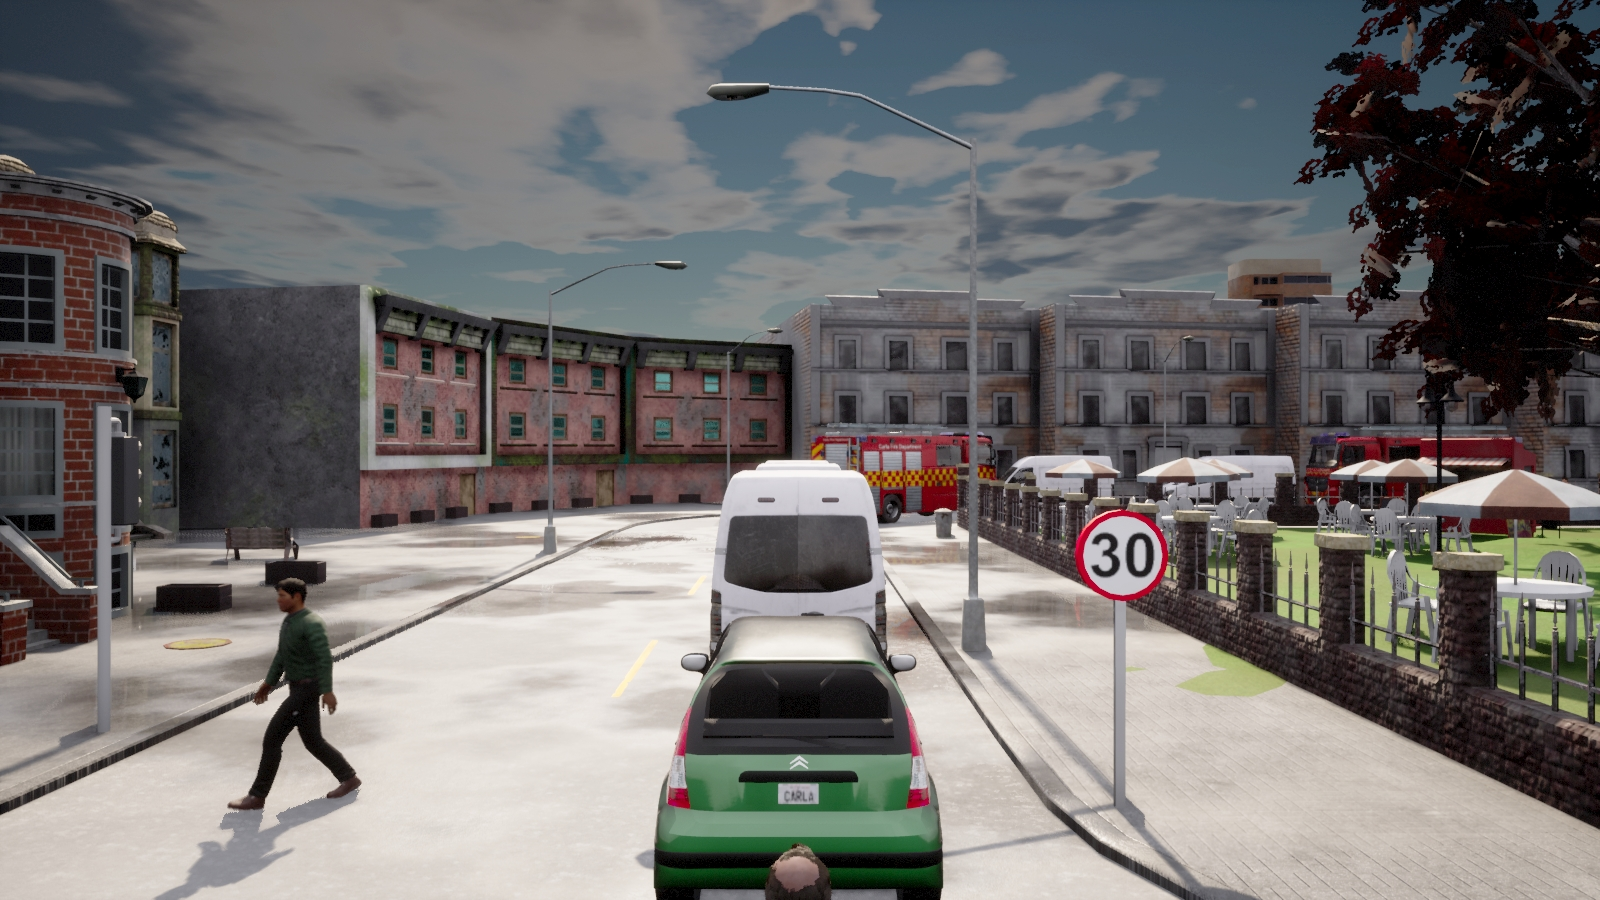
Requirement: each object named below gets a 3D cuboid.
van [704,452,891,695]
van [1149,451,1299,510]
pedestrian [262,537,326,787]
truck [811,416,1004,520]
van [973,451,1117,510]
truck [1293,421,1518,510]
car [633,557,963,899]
[{"bbox_3d":[-0.025,1.315,15.105,1.988,2.561,5.915,0,0,0],"label":"van"},{"bbox_3d":[18.656,1.314,50.452,5.915,2.561,1.988,0,0,0],"label":"van"},{"bbox_3d":[-3.953,1.629,8.924,0.375,1.860,0.375,0,0,-37],"label":"pedestrian"},{"bbox_3d":[4.502,0.672,46.247,8.468,3.827,2.891,0,0,-43],"label":"truck"},{"bbox_3d":[10.768,1.314,50.430,5.915,2.561,1.988,0,0,0],"label":"van"},{"bbox_3d":[26.739,0.670,50.713,8.468,3.827,2.891,0,0,0],"label":"truck"},{"bbox_3d":[-0.015,1.779,8.404,1.851,1.617,3.988,0,0,0],"label":"car"}]
